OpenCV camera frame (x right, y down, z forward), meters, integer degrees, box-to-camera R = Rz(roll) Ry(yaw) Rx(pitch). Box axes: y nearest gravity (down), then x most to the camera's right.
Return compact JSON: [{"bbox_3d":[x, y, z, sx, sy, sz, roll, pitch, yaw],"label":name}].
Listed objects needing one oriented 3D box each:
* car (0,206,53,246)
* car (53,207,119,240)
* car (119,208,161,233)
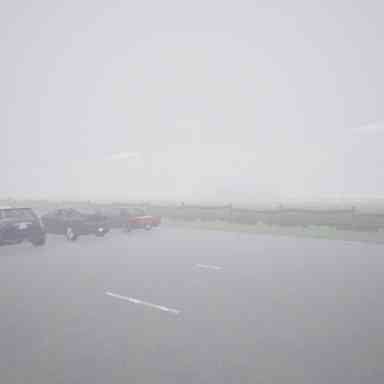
[{"bbox_3d":[-8.237,1.363,14.044,4.553,1.767,2.097,0,0,36],"label":"car"},{"bbox_3d":[-6.229,1.514,16.910,4.892,1.490,1.837,0,0,36],"label":"car"},{"bbox_3d":[-4.221,1.614,19.777,4.718,1.301,1.895,0,0,36],"label":"car"}]
